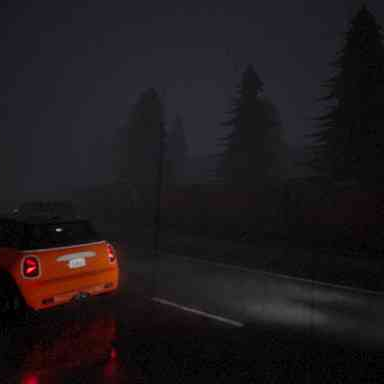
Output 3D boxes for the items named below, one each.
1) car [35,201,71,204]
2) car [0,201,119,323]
[{"bbox_3d":[-6.797,1.159,15.029,2.097,1.767,4.553,0,1,-45],"label":"car"},{"bbox_3d":[-3.674,1.254,7.303,4.553,1.767,2.097,1,0,40],"label":"car"}]
